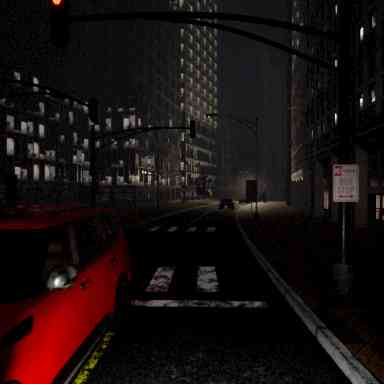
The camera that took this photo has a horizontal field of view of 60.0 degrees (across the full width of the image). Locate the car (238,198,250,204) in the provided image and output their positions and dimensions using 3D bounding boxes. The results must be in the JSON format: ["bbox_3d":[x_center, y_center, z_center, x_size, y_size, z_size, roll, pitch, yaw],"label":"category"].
[{"bbox_3d":[10.913,1.861,68.975,1.895,1.301,4.718,0,0,18],"label":"car"}]

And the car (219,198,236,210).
[{"bbox_3d":[4.843,1.616,45.319,1.837,1.490,4.892,0,0,11],"label":"car"}]

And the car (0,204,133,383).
[{"bbox_3d":[-2.240,1.220,3.919,2.150,2.045,5.566,0,0,3],"label":"car"}]
